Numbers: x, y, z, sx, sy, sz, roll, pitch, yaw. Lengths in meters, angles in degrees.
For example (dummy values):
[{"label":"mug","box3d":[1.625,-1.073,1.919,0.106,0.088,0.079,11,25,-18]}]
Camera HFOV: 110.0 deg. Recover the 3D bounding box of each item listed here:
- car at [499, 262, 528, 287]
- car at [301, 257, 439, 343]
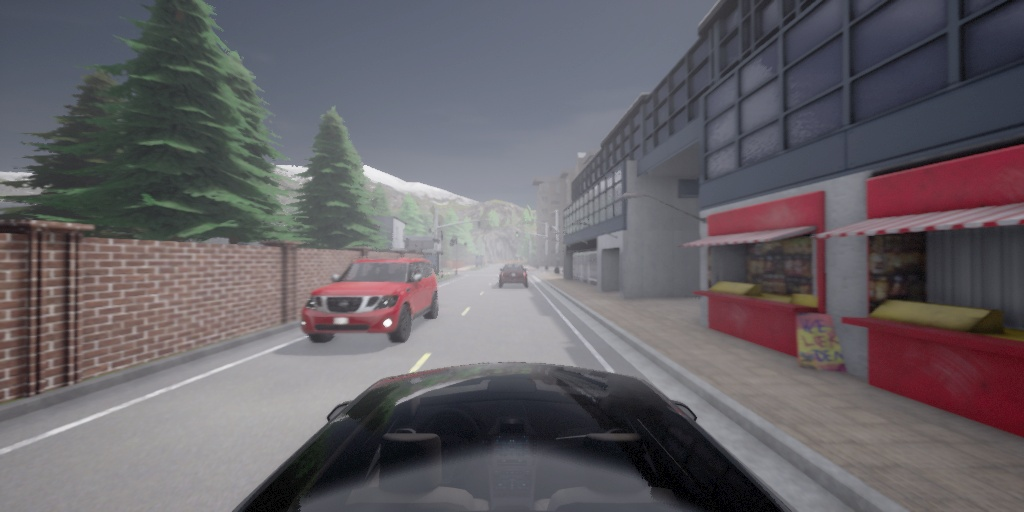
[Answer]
[{"label":"car","box3d":[0.105,1.318,26.905,2.097,1.767,4.553,0,0,0]},{"label":"car","box3d":[-3.592,1.047,10.310,2.150,2.045,5.566,0,-1,0]}]
